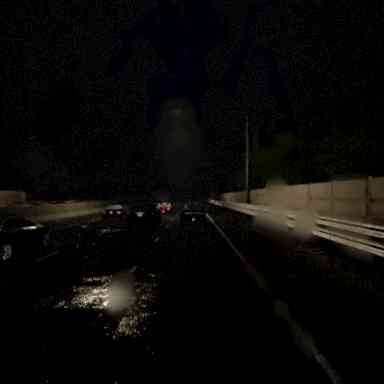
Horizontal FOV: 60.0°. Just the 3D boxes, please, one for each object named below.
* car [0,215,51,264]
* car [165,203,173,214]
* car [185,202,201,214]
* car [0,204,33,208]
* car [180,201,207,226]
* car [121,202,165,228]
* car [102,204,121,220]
[{"bbox_3d":[-6.896,1.589,12.163,1.837,1.490,4.892,0,0,0],"label":"car"},{"bbox_3d":[-3.385,2.058,41.294,1.895,1.301,4.718,0,-1,0],"label":"car"},{"bbox_3d":[0.115,1.972,42.014,1.837,1.490,4.892,0,-1,0],"label":"car"},{"bbox_3d":[-17.548,1.892,34.101,2.033,1.411,5.357,0,-1,0],"label":"car"},{"bbox_3d":[0.110,1.709,25.084,2.128,1.511,4.902,0,-1,0],"label":"car"},{"bbox_3d":[-3.393,1.554,23.726,2.097,1.767,4.553,0,-1,0],"label":"car"},{"bbox_3d":[-6.889,1.844,30.858,2.033,1.411,5.357,0,-1,0],"label":"car"}]
